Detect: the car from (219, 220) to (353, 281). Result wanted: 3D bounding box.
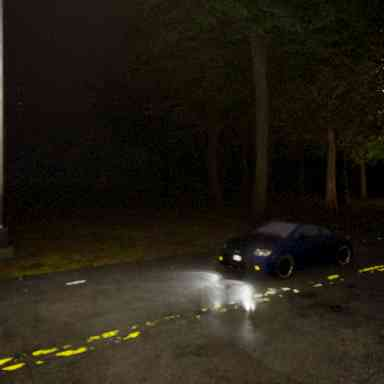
[{"bbox_3d":[2.866,1.553,9.905,4.181,1.385,1.994,0,0,-33],"label":"car"}]
